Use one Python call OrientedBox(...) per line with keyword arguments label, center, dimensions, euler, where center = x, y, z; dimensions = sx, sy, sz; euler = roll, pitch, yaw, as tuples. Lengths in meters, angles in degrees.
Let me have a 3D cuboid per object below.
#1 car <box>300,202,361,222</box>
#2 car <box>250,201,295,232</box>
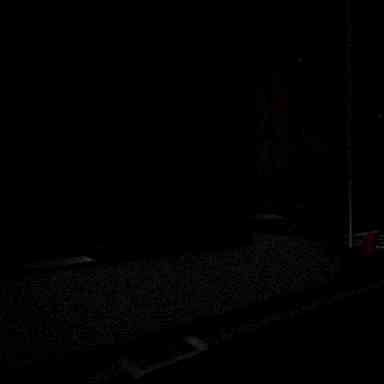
OrientedBox(label="car", center=(9.983, 1.347, 24.240), dimensions=(1.947, 1.339, 4.313), euler=(-1, 1, -35))
OrientedBox(label="car", center=(3.482, 1.414, 19.531), dimensions=(1.752, 1.417, 4.829), euler=(-1, 1, -35))
